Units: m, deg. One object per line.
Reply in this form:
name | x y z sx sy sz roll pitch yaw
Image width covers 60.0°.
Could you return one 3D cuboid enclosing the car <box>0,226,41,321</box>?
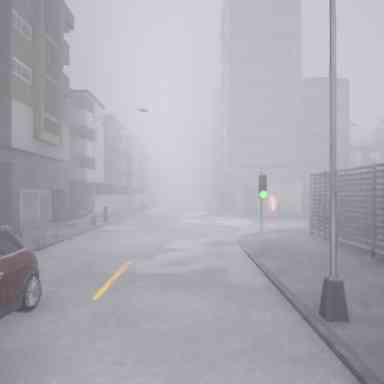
car | -4.080 1.377 4.772 2.097 1.767 4.553 0 0 0
